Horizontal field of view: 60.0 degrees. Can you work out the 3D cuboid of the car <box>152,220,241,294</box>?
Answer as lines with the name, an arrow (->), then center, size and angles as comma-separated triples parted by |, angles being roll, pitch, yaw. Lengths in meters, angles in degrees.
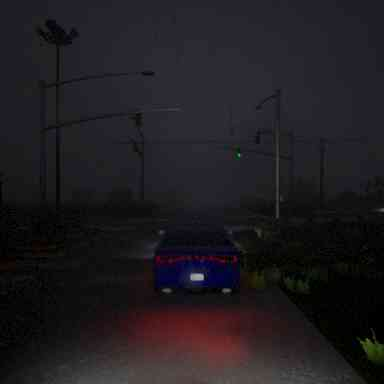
car -> 0.103, 1.480, 8.862 | 1.882, 1.535, 5.008 | 0, 0, 0
